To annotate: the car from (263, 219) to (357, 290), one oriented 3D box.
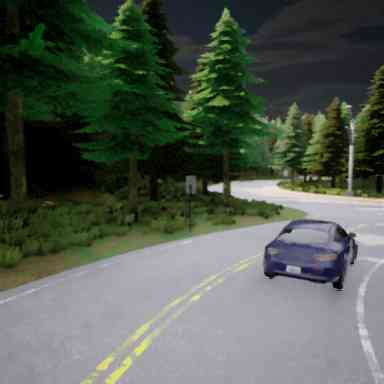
[{"bbox_3d":[3.385,1.488,9.205,1.812,1.442,4.674,3,2,31],"label":"car"}]
